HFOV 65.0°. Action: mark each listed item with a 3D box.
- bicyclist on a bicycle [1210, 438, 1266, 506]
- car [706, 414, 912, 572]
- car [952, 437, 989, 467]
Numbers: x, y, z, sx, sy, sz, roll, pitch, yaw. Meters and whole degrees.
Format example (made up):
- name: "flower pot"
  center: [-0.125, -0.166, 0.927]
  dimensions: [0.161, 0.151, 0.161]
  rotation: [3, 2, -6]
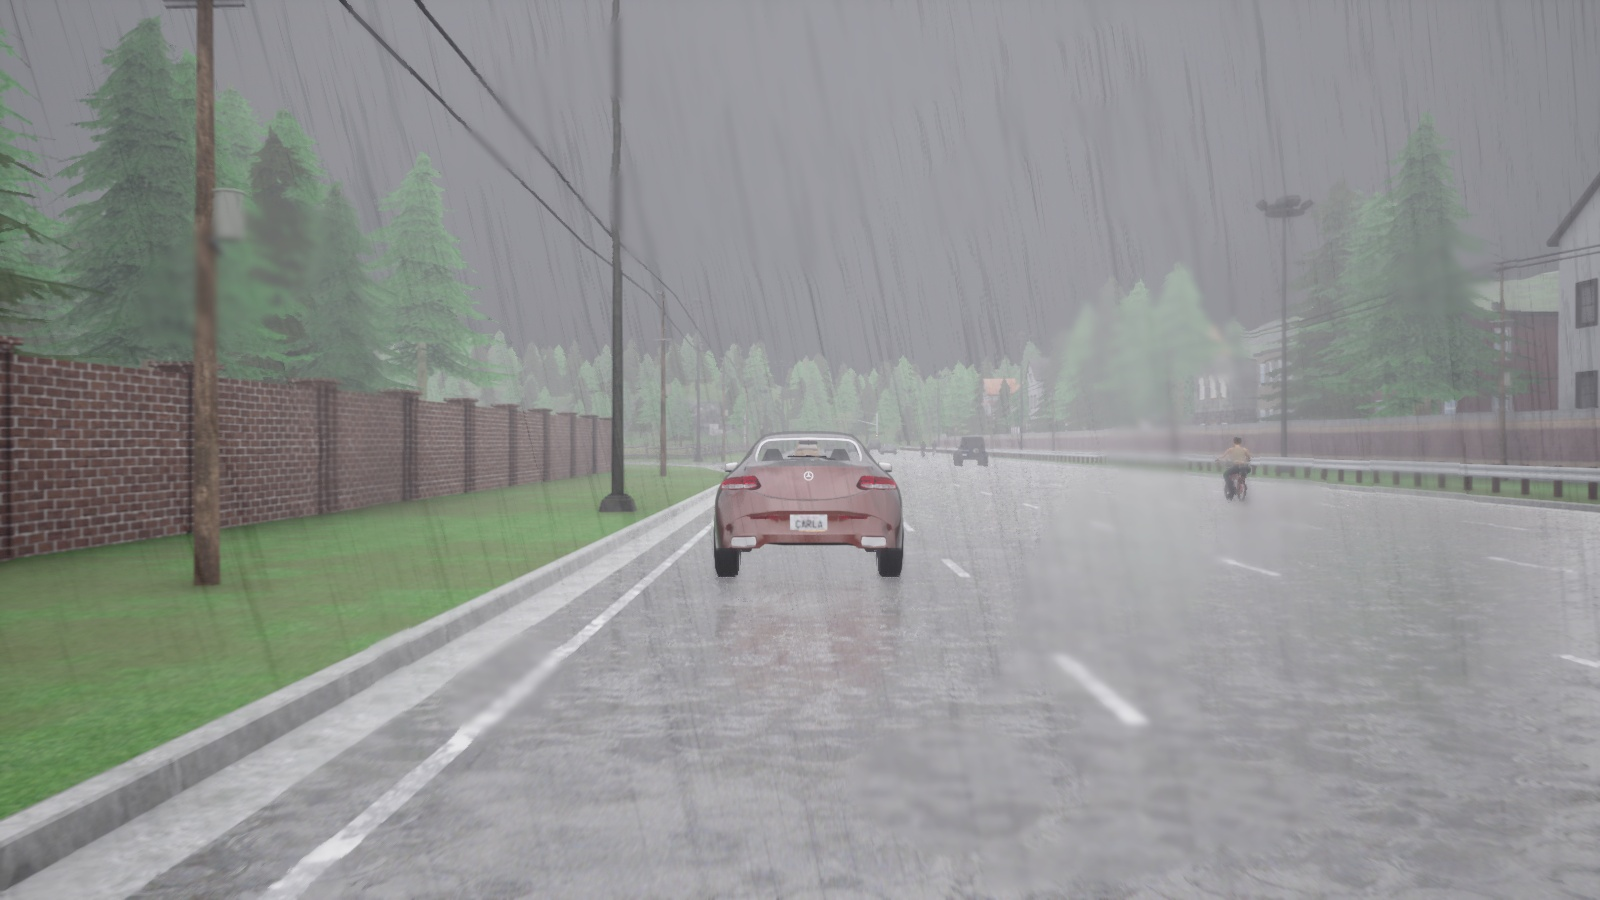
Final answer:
- name: "bicyclist on a bicycle"
  center: [10.686, 0.519, 30.691]
  dimensions: [0.866, 1.612, 1.509]
  rotation: [0, 0, 1]
- name: "car"
  center: [0.105, 0.437, 15.628]
  dimensions: [2.152, 1.651, 5.027]
  rotation: [0, 0, 0]
- name: "car"
  center: [10.978, 0.094, 80.951]
  dimensions: [1.905, 1.878, 3.866]
  rotation: [0, 0, 0]
